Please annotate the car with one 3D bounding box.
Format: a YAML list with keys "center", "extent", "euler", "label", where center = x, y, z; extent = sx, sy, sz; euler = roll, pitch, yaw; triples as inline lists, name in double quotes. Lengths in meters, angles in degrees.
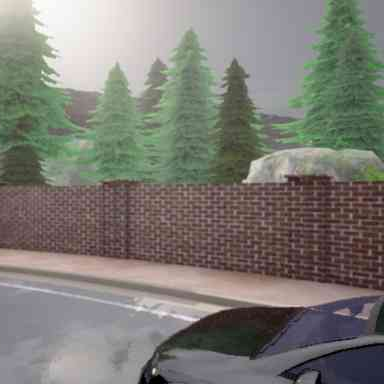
- center: [1.537, 1.563, 2.516]
  extent: [4.181, 1.385, 1.994]
  euler: [0, 0, 35]
  label: "car"
